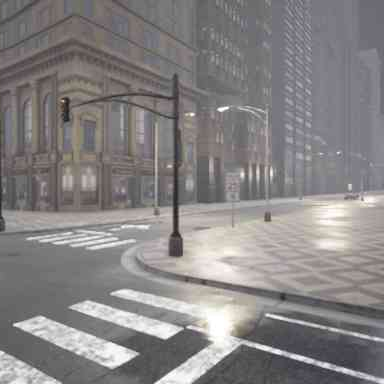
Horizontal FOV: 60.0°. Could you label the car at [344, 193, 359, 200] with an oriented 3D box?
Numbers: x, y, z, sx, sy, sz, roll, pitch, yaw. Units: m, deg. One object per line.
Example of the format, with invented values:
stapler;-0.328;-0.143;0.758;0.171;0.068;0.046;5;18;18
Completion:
car;28.491;0.782;59.323;1.895;1.301;4.718;0;1;35
